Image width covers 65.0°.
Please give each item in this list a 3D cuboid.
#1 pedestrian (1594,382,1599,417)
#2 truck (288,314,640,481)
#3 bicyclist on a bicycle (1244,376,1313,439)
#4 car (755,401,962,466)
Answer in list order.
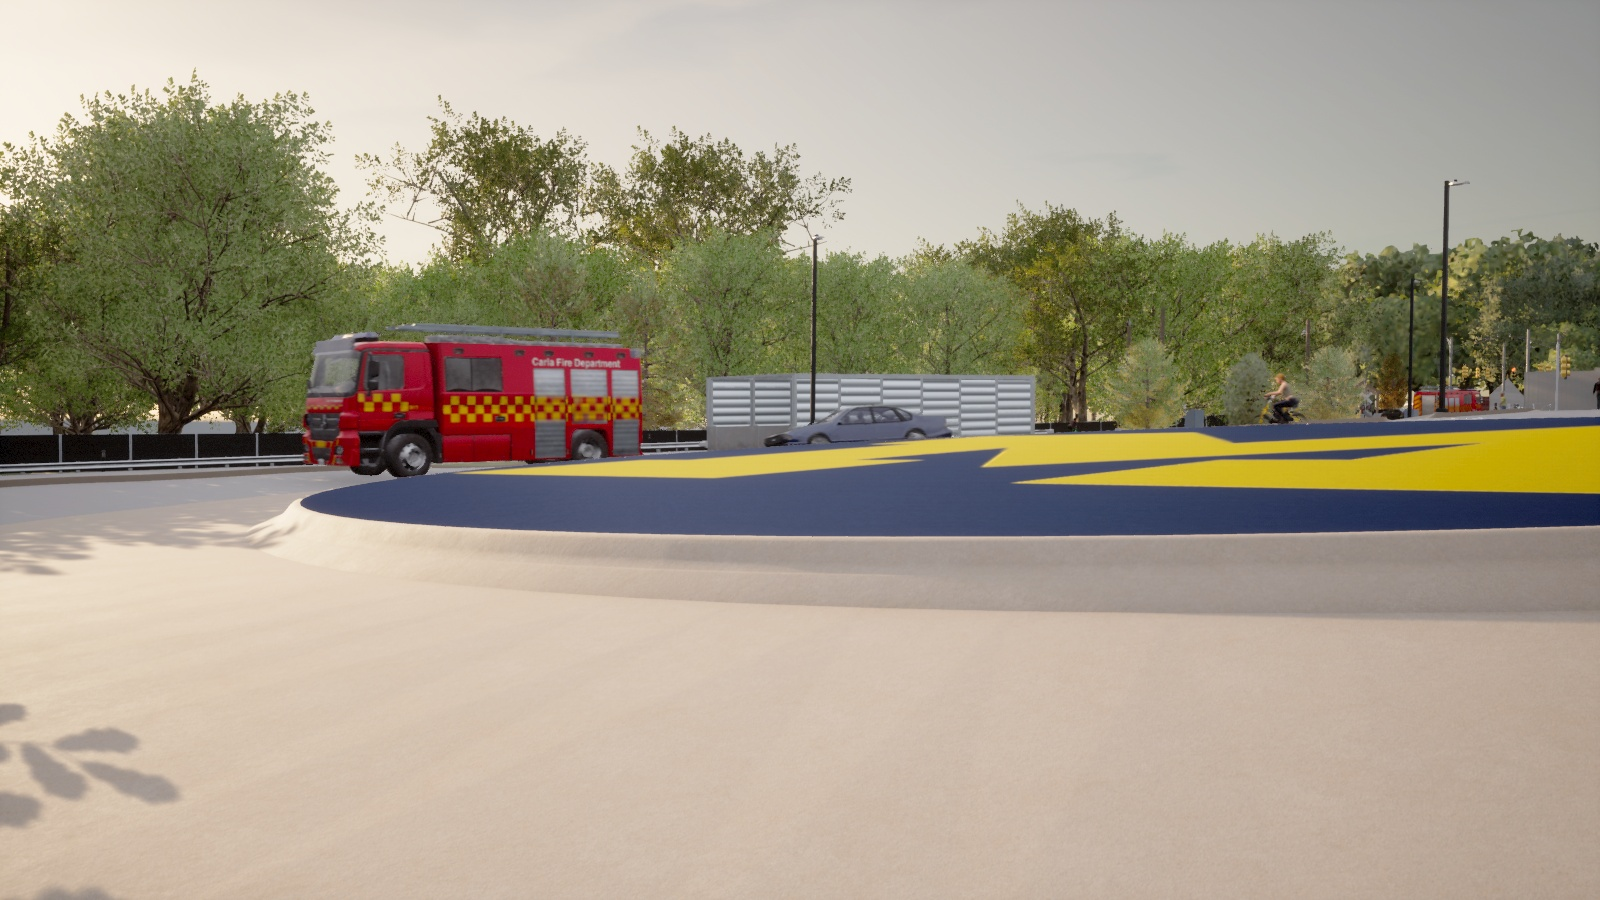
[{"bbox_3d":[43.222,-2.733,67.768,0.720,1.854,0.376,0,1,-42],"label":"pedestrian"},{"bbox_3d":[-8.504,-1.332,32.725,8.468,3.827,2.891,-2,3,-42],"label":"truck"},{"bbox_3d":[12.760,-1.125,33.496,1.509,1.612,0.866,-1,0,40],"label":"bicyclist on a bicycle"},{"bbox_3d":[1.656,-0.472,35.151,5.357,1.411,2.033,-3,-4,-25],"label":"car"}]
